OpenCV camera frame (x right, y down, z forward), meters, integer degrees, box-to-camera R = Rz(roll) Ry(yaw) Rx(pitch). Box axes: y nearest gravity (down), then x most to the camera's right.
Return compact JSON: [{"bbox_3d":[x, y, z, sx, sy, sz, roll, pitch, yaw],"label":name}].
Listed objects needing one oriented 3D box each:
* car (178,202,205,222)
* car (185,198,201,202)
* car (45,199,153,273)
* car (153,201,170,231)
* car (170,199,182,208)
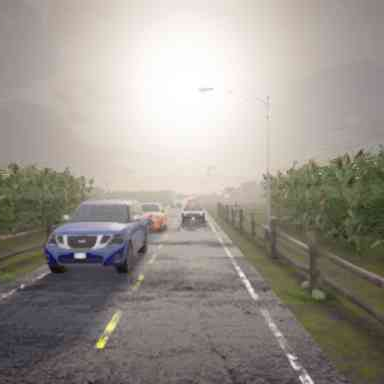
[{"bbox_3d":[0.110,1.774,27.837,1.895,1.301,4.718,0,0,0],"label":"car"},{"bbox_3d":[0.144,1.647,45.165,2.097,1.767,4.553,0,0,0],"label":"car"},{"bbox_3d":[-2.830,1.288,11.230,2.150,2.045,5.566,0,0,0],"label":"car"},{"bbox_3d":[-2.776,1.480,21.279,2.097,1.767,4.553,0,0,1],"label":"car"},{"bbox_3d":[-2.737,1.870,56.488,2.128,1.511,4.902,0,0,1],"label":"car"}]
